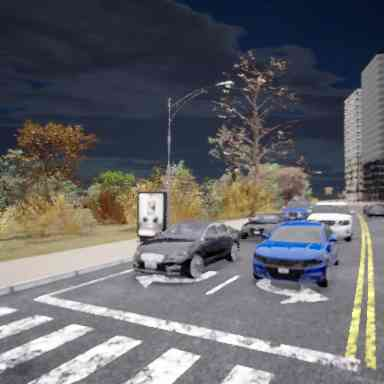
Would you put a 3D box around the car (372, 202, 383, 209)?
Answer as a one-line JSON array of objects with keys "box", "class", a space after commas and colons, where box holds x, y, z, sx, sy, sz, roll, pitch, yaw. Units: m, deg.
[{"box": [40.645, 2.923, 72.411, 1.801, 1.575, 5.366, -1, -1, 22], "class": "car"}]

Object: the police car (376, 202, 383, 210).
[{"box": [38.352, 2.765, 66.721, 1.930, 1.638, 5.238, -1, -1, 22], "class": "police car"}]

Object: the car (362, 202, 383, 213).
[{"box": [25.966, 2.438, 48.368, 2.128, 1.511, 4.902, -1, -1, 24], "class": "car"}]

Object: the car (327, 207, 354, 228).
[{"box": [12.467, 2.056, 27.855, 1.812, 1.442, 4.674, -1, -1, 27], "class": "car"}]

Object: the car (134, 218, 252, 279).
[{"box": [0.070, 1.708, 10.960, 2.128, 1.511, 4.902, -1, -1, 28], "class": "car"}]

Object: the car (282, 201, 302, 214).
[{"box": [9.113, 1.772, 28.397, 2.150, 2.045, 5.566, -1, -1, 27], "class": "car"}]

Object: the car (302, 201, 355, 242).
[{"box": [7.985, 1.579, 19.006, 2.150, 2.045, 5.566, -1, -1, 27], "class": "car"}]

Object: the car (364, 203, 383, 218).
[{"box": [21.789, 2.318, 39.260, 1.994, 1.385, 4.181, -1, -1, 25], "class": "car"}]

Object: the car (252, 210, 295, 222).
[{"box": [4.236, 1.929, 18.828, 1.994, 1.385, 4.181, -1, -1, 27], "class": "car"}]

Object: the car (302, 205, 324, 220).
[{"box": [13.845, 2.247, 37.968, 1.837, 1.490, 4.892, -1, -1, 27], "class": "car"}]

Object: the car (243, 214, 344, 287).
[{"box": [3.377, 1.668, 10.237, 1.882, 1.535, 5.008, -1, -1, 28], "class": "car"}]
